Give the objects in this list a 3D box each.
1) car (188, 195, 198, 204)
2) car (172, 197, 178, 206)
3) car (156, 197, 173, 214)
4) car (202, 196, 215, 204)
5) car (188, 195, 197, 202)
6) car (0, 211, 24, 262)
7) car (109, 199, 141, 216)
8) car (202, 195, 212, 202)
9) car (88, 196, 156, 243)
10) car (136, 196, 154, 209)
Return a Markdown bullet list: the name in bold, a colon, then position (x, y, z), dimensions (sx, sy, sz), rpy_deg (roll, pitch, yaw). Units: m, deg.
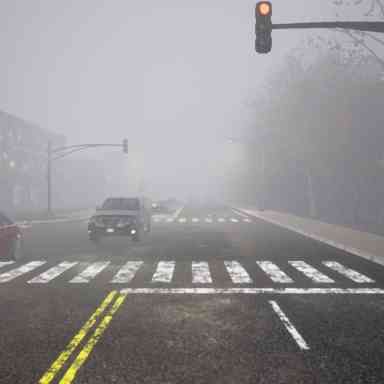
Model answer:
- **car**: position (0.175, 1.576, 64.870), dimensions (1.895, 1.301, 4.718), rpy_deg (0, 0, 0)
- **car**: position (-3.272, 1.544, 54.609), dimensions (1.994, 1.385, 4.181), rpy_deg (0, 0, 0)
- **car**: position (-3.309, 1.552, 34.354), dimensions (1.994, 1.385, 4.181), rpy_deg (0, 0, 0)
- **car**: position (3.429, 1.576, 64.693), dimensions (1.895, 1.301, 4.718), rpy_deg (0, 0, 0)
- **car**: position (0.094, 1.494, 74.636), dimensions (2.128, 1.511, 4.902), rpy_deg (0, 0, 0)
- **car**: position (-6.591, 1.351, 9.083), dimensions (2.097, 1.767, 4.553), rpy_deg (0, 0, 0)
- **car**: position (-6.561, 1.481, 33.173), dimensions (2.128, 1.511, 4.902), rpy_deg (0, 0, 0)
- **car**: position (3.341, 1.510, 74.711), dimensions (2.033, 1.411, 5.357), rpy_deg (0, 0, 0)
- **car**: position (-3.331, 1.217, 16.419), dimensions (2.150, 2.045, 5.566), rpy_deg (0, 0, 0)
- **car**: position (-6.541, 1.462, 46.763), dimensions (1.882, 1.535, 5.008), rpy_deg (0, 1, 0)
